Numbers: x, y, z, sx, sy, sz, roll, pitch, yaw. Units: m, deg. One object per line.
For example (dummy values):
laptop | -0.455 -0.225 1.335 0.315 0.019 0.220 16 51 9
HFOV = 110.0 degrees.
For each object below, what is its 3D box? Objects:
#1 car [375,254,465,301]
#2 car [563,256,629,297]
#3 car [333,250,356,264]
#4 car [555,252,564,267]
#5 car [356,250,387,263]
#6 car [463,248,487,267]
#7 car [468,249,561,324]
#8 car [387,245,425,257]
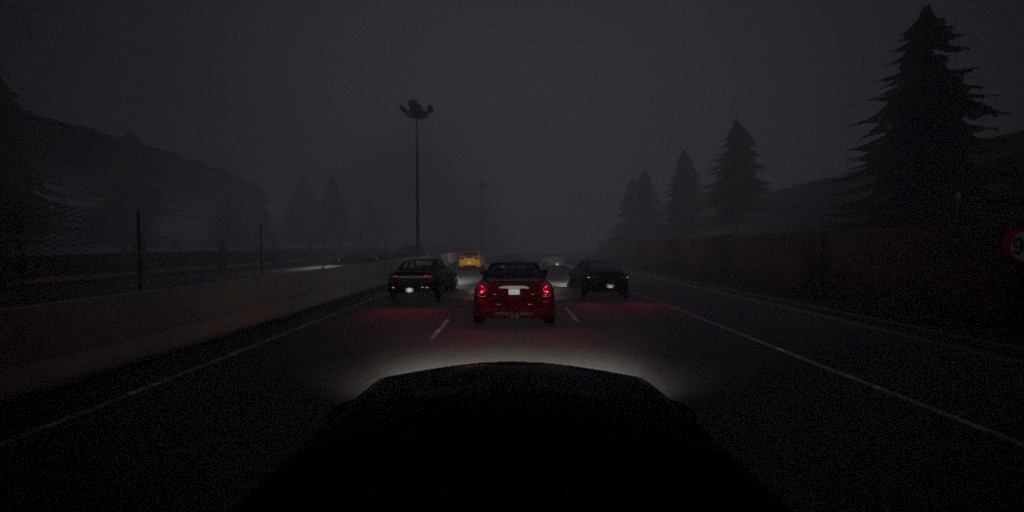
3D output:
car | -3.418 0.841 14.408 2.128 1.511 4.902 0 2 0
car | 3.578 0.845 15.361 1.812 1.442 4.674 0 2 0
car | -17.462 0.075 38.706 2.128 1.511 4.902 0 2 2
car | 3.580 0.363 30.639 1.812 1.442 4.674 0 2 0
car | -14.010 0.101 37.468 1.882 1.535 5.008 0 2 1
car | -3.412 0.297 31.217 1.882 1.535 5.008 0 2 0
car | 0.065 0.817 10.856 2.097 1.767 4.553 0 2 0
car | -10.546 -0.143 37.054 2.150 2.045 5.566 0 2 1
